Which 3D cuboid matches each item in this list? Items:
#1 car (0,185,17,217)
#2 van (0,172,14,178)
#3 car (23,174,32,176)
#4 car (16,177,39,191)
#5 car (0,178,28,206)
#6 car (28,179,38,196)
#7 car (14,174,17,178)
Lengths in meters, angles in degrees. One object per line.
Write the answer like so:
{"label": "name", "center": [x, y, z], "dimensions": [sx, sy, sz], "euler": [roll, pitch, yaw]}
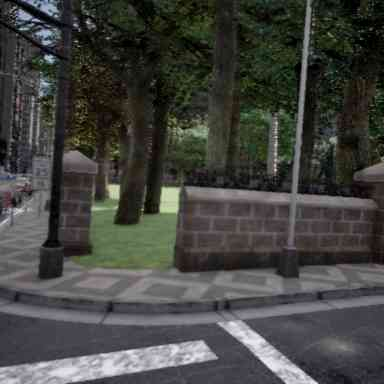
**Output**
{"label": "car", "center": [-10.720, 0.488, 17.520], "dimensions": [1.802, 1.307, 4.206], "euler": [4, 2, -21]}
{"label": "van", "center": [-42.056, -3.583, 75.032], "dimensions": [1.690, 1.788, 3.998], "euler": [4, 2, -21]}
{"label": "car", "center": [-22.410, -1.432, 47.810], "dimensions": [2.192, 1.841, 5.009], "euler": [4, 2, -21]}
{"label": "car", "center": [-18.524, -0.648, 37.717], "dimensions": [1.887, 1.381, 4.507], "euler": [4, 2, -21]}
{"label": "car", "center": [-12.662, 0.073, 22.566], "dimensions": [1.967, 1.590, 4.097], "euler": [4, 2, -21]}
{"label": "car", "center": [-16.575, -0.335, 32.668], "dimensions": [1.802, 1.307, 4.206], "euler": [4, 2, -21]}
{"label": "car", "center": [-43.961, -3.673, 79.927], "dimensions": [1.752, 1.417, 4.829], "euler": [4, 2, -21]}
